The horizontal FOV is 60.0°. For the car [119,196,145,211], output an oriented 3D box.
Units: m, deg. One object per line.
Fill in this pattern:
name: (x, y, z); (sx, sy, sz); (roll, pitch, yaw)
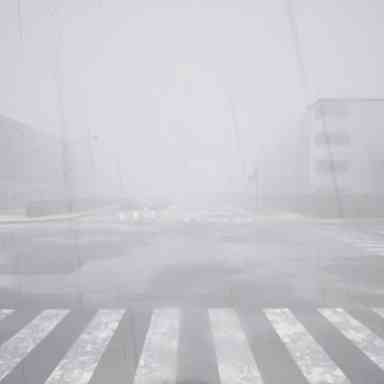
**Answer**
car: (-7.315, 1.331, 39.841); (2.097, 1.767, 4.553); (0, 0, 0)

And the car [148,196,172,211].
car: (-3.825, 1.504, 40.226); (1.812, 1.442, 4.674); (0, 0, 0)

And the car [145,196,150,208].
car: (-7.303, 1.500, 48.632); (1.812, 1.442, 4.674); (0, 0, -1)

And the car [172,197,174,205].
car: (-4.015, 1.461, 56.571); (2.128, 1.511, 4.902); (0, 0, -1)

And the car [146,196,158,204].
car: (-7.802, 1.458, 64.721); (2.128, 1.511, 4.902); (0, 0, -5)
